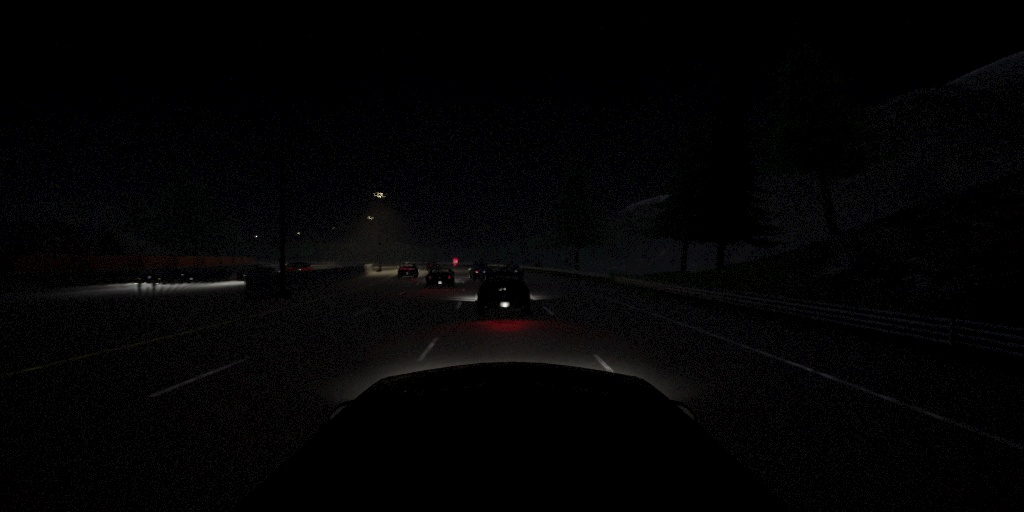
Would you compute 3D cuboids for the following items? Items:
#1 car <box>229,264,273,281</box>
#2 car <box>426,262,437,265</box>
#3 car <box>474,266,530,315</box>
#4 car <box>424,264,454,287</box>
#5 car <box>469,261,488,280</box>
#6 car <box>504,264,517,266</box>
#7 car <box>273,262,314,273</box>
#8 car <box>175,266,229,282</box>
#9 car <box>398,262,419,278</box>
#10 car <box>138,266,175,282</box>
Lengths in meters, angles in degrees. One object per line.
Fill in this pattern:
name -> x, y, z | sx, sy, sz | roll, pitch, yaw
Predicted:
car -> -24.869, 1.554, 35.038 | 2.128, 1.511, 4.902 | 0, 0, -13
car -> -12.599, 1.645, 56.673 | 1.812, 1.442, 4.674 | 0, -1, -20
car -> -0.394, 1.326, 14.053 | 1.837, 1.490, 4.892 | 0, 0, -4
car -> -5.211, 1.515, 26.459 | 1.895, 1.301, 4.718 | 0, 0, -9
car -> -3.024, 1.495, 34.576 | 2.033, 1.411, 5.357 | 0, 0, -12
car -> -0.110, 1.516, 38.043 | 1.994, 1.385, 4.181 | 0, 0, -12
car -> -21.473, 1.401, 35.827 | 2.097, 1.767, 4.553 | 0, 0, -13
car -> -27.967, 1.667, 32.912 | 1.895, 1.301, 4.718 | 0, 0, -12
car -> -10.847, 1.496, 37.565 | 2.128, 1.511, 4.902 | 0, 0, -13
car -> -31.519, 1.648, 32.689 | 1.994, 1.385, 4.181 | 0, 0, -13
